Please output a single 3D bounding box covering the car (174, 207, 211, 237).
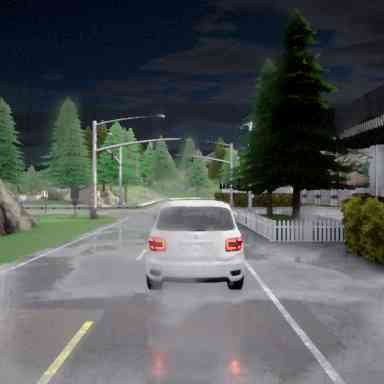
[{"bbox_3d":[0.015,1.601,18.997,1.895,1.301,4.718,0,0,0],"label":"car"}]

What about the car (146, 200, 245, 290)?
[{"bbox_3d":[0.063,1.221,9.234,2.150,2.045,5.566,0,0,0],"label":"car"}]
